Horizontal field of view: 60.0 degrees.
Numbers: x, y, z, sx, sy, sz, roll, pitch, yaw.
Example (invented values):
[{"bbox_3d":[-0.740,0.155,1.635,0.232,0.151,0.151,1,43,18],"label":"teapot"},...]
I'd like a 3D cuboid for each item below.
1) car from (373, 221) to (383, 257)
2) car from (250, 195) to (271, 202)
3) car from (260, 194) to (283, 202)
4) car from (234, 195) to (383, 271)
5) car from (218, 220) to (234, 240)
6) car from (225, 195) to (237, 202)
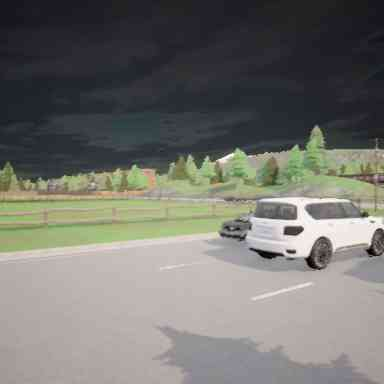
[{"bbox_3d":[7.296,1.510,8.949,5.357,1.411,2.033,0,0,-36],"label":"car"},{"bbox_3d":[14.899,1.371,72.130,1.994,1.385,4.181,0,0,-36],"label":"car"},{"bbox_3d":[17.722,1.331,74.199,2.128,1.511,4.902,0,0,-36],"label":"car"},{"bbox_3d":[4.291,1.191,11.108,5.566,2.045,2.150,-1,0,-35],"label":"car"},{"bbox_3d":[3.689,1.508,14.978,5.357,1.411,2.033,0,0,-35],"label":"car"},{"bbox_3d":[9.181,1.383,68.090,2.033,1.411,5.357,0,0,-36],"label":"car"}]
